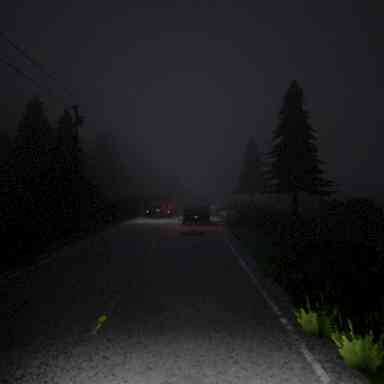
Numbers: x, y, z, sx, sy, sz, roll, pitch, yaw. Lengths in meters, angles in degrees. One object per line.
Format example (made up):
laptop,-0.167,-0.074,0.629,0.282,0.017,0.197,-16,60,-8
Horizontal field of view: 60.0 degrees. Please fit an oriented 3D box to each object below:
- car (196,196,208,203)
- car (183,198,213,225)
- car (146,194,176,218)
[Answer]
car,2.198,1.642,71.497,1.895,1.301,4.718,0,0,10
car,0.371,1.498,24.635,1.882,1.535,5.008,0,0,2
car,-2.741,1.249,30.987,2.150,2.045,5.566,0,-1,3
